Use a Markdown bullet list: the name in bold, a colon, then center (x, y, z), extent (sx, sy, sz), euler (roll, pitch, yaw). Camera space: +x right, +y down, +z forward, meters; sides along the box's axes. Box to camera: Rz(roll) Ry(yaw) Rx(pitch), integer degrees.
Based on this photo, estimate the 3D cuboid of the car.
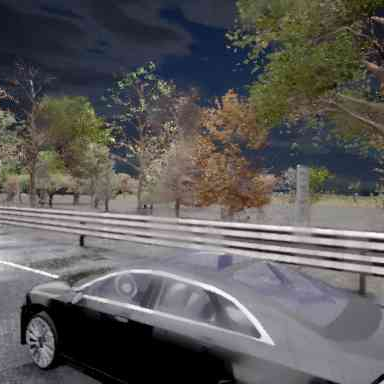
- **car**: center (-0.155, 1.475, 3.978), extent (4.902, 1.511, 2.128), euler (1, 0, 36)
